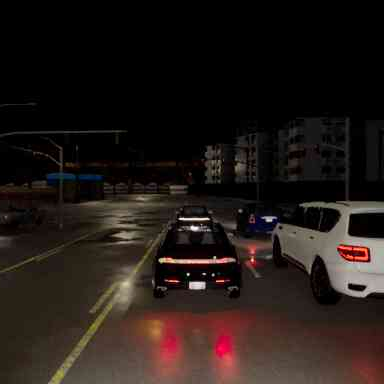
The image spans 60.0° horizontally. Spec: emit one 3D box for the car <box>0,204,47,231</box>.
[{"bbox_3d":[-10.491,1.410,19.709,1.895,1.301,4.718,0,0,0],"label":"car"}]

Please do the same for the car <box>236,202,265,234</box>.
[{"bbox_3d":[3.609,1.328,17.663,2.097,1.767,4.553,0,0,0],"label":"car"}]

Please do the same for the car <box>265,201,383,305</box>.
[{"bbox_3d":[3.594,1.220,8.240,2.150,2.045,5.566,0,0,0],"label":"car"}]

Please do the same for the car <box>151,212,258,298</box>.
[{"bbox_3d":[0.102,1.499,8.527,2.128,1.511,4.902,0,0,0],"label":"car"}]

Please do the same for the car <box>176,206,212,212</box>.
[{"bbox_3d":[0.111,1.473,17.940,2.128,1.511,4.902,0,0,0],"label":"car"}]
